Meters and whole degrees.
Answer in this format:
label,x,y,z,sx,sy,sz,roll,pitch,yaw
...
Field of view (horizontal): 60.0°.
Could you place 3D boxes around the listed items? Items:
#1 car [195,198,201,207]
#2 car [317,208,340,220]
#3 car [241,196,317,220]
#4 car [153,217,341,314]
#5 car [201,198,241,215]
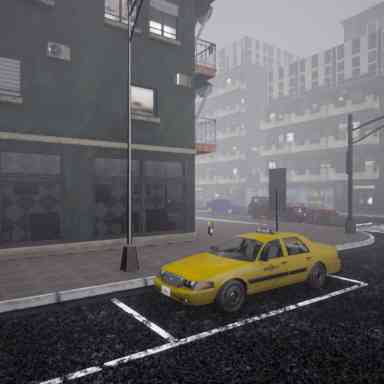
label,x,y,z,sx,sy,sz,roll,pitch,yaw
car,-0.025,1.468,48.672,1.802,1.307,4.206,0,0,-36
car,9.070,1.554,26.255,1.895,1.301,4.718,0,0,-37
car,6.475,1.266,25.403,2.192,1.841,5.009,0,0,-36
car,1.473,1.526,7.611,4.829,1.417,1.752,0,0,-35
car,3.476,1.402,33.957,1.882,1.535,5.008,0,0,-36
